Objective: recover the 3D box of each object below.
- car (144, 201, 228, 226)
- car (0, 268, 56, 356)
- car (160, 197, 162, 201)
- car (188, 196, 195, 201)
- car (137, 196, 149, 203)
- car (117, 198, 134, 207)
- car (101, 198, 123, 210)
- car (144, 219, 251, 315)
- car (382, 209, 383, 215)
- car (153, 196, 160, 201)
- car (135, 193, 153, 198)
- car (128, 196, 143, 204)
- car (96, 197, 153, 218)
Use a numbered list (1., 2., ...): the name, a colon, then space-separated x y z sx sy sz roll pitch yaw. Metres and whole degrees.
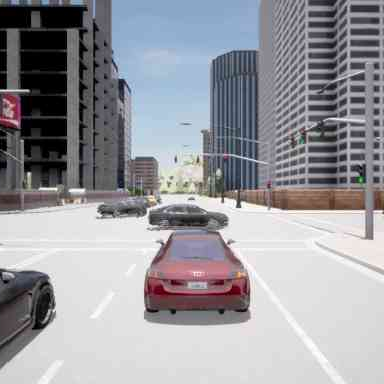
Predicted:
1. car: -0.217 1.505 20.271 4.892 1.490 1.837 0 0 0
2. car: -3.414 1.564 4.263 1.994 1.385 4.181 0 0 0
3. car: -7.117 1.505 66.571 1.837 1.490 4.892 0 0 0
4. car: -0.148 1.595 84.260 1.895 1.301 4.718 0 0 0
5. car: -10.627 1.552 72.743 1.994 1.385 4.181 0 0 0
6. car: -10.645 1.601 53.601 1.895 1.301 4.718 0 0 0
7. car: -10.669 1.526 44.493 1.812 1.442 4.674 0 0 0
8. car: 0.088 1.564 7.680 1.994 1.385 4.181 0 0 0
9. car: 18.502 1.601 27.603 4.718 1.301 1.895 0 0 0
10. car: -7.129 1.477 56.373 1.882 1.535 5.008 0 0 0
11. car: -7.166 1.352 47.037 2.097 1.767 4.553 0 0 0
12. car: -10.622 1.564 62.749 1.994 1.385 4.181 0 0 0
13. car: -6.287 1.491 30.147 2.128 1.511 4.902 1 0 40
